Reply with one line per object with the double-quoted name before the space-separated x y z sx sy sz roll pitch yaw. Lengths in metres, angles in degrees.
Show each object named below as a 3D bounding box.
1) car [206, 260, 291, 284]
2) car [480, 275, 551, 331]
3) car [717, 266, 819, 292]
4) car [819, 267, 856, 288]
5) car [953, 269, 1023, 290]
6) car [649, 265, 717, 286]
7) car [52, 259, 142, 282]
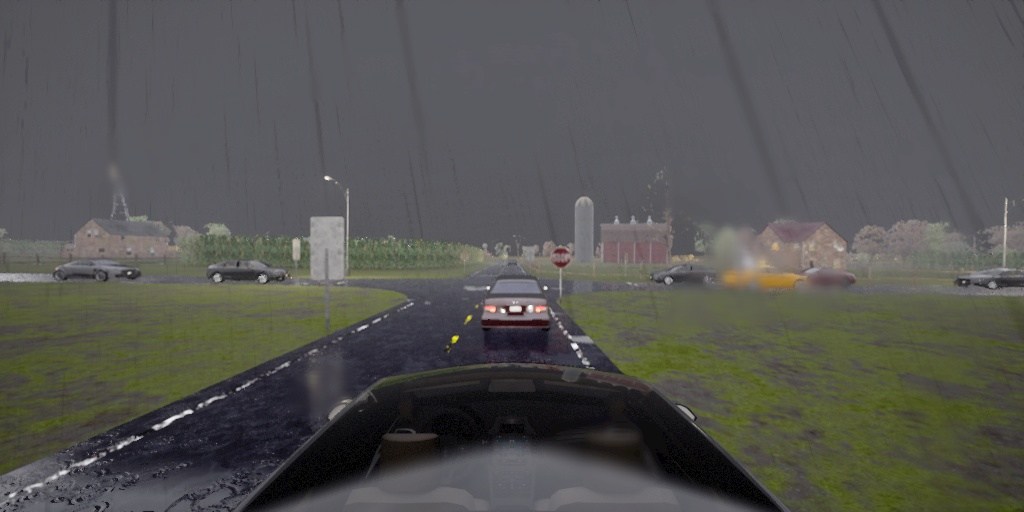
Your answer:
"car" -17.249 1.002 23.586 4.892 1.490 1.837 1 1 0
"car" 0.143 1.279 10.871 2.033 1.411 5.357 0 0 1
"car" 16.786 1.460 23.698 5.008 1.535 1.882 1 1 0
"car" 22.770 1.554 26.624 4.674 1.442 1.812 1 1 0
"car" 36.000 1.709 26.639 4.892 1.490 1.837 0 1 0
"car" 12.768 1.395 26.648 4.892 1.490 1.837 1 1 2
"car" -27.149 0.914 23.564 4.181 1.385 1.994 1 1 0
